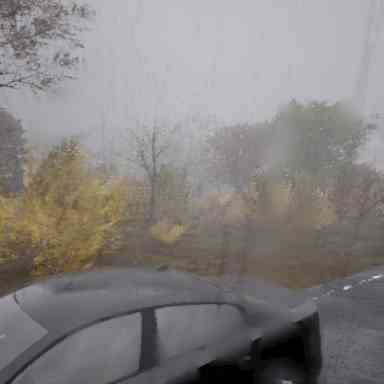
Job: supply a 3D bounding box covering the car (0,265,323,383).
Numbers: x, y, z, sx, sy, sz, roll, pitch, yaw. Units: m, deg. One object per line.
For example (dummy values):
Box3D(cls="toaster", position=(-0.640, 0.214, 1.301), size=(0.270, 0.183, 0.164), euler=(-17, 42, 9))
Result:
Box3D(cls="car", position=(-0.958, 1.483, 2.771), size=(5.008, 1.535, 1.882), euler=(0, 0, -36))
